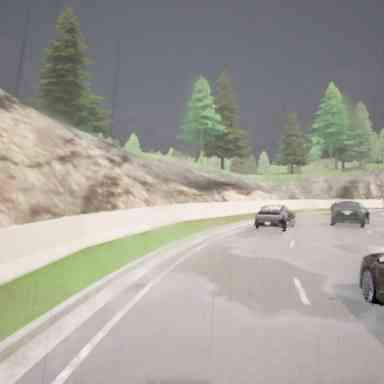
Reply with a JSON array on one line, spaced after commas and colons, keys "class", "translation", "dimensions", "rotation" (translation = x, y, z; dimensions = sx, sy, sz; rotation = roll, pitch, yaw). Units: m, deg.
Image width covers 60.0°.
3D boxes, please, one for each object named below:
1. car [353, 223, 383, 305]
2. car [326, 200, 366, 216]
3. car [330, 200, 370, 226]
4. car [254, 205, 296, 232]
[{"class": "car", "translation": [4.280, 1.529, 5.179], "dimensions": [2.128, 1.511, 4.902], "rotation": [0, 0, 7]}, {"class": "car", "translation": [16.392, 1.636, 35.194], "dimensions": [4.902, 1.511, 2.128], "rotation": [1, 0, -43]}, {"class": "car", "translation": [11.357, 1.452, 23.694], "dimensions": [2.097, 1.767, 4.553], "rotation": [1, 0, 32]}, {"class": "car", "translation": [5.252, 1.538, 20.650], "dimensions": [2.128, 1.511, 4.902], "rotation": [0, 0, 26]}]
